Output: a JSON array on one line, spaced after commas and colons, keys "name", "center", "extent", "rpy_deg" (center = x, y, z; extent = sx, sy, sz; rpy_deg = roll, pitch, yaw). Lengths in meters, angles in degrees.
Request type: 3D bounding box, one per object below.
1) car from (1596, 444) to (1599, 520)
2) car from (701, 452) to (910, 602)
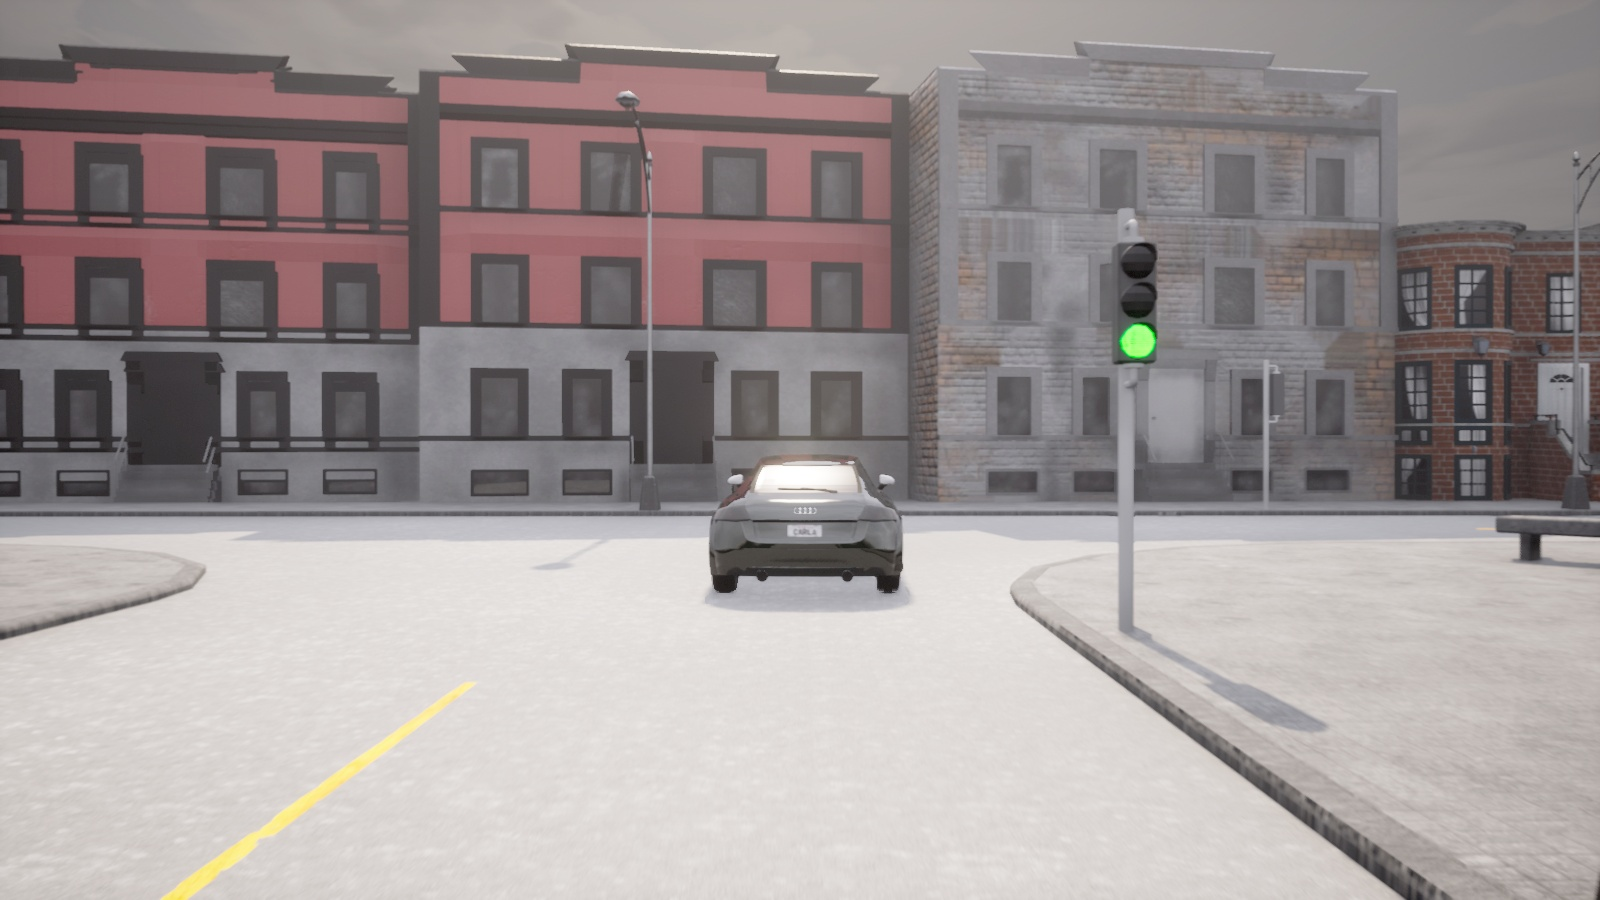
[{"name": "car", "center": [18.037, 0.635, 23.603], "extent": [4.792, 1.488, 2.163], "rpy_deg": [0, 0, 0]}, {"name": "car", "center": [0.122, 0.736, 14.047], "extent": [1.994, 1.385, 4.181], "rpy_deg": [0, 0, 2]}]
